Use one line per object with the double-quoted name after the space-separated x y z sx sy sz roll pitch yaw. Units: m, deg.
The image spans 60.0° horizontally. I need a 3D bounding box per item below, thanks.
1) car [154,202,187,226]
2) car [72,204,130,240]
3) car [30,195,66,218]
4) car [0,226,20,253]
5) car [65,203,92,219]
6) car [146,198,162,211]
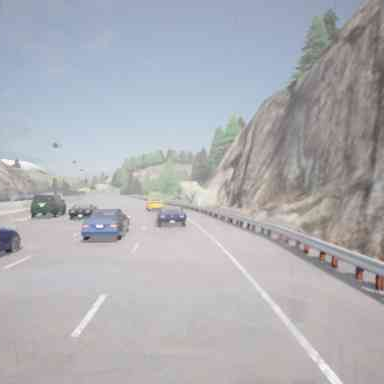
-1.525 1.609 23.479 1.895 1.301 4.718 0 0 -7 "car"
-4.323 1.560 17.190 2.033 1.411 5.357 0 0 -6 "car"
-13.283 1.256 31.024 2.150 2.045 5.566 0 0 -10 "car"
-7.361 1.544 10.725 1.812 1.442 4.674 0 0 -3 "car"
-9.431 1.627 29.231 1.895 1.301 4.718 0 0 -9 "car"
-4.677 1.496 41.421 1.882 1.535 5.008 0 0 -12 "car"
